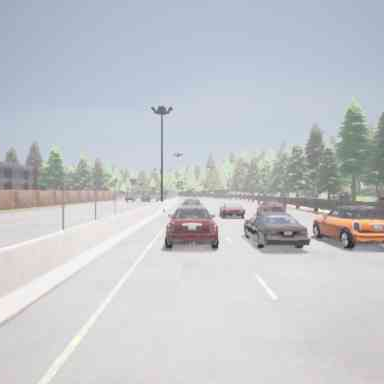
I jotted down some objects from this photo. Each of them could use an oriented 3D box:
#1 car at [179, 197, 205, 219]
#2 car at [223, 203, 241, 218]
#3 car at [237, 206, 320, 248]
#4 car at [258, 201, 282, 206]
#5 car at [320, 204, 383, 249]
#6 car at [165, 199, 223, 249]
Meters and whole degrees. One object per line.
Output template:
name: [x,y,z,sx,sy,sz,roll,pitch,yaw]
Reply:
car: [0.000,1.364,29.620,2.097,1.767,4.553,0,0,0]
car: [3.500,1.614,29.680,1.895,1.301,4.718,0,0,0]
car: [3.500,1.560,14.650,2.033,1.411,5.357,0,0,0]
car: [7.000,1.531,29.650,1.812,1.442,4.674,0,0,0]
car: [7.000,1.363,14.620,2.097,1.767,4.553,0,0,0]
car: [0.000,1.363,14.620,2.097,1.767,4.553,0,0,0]
